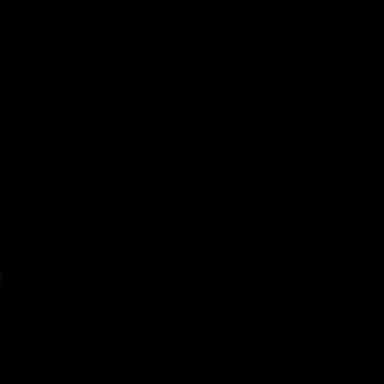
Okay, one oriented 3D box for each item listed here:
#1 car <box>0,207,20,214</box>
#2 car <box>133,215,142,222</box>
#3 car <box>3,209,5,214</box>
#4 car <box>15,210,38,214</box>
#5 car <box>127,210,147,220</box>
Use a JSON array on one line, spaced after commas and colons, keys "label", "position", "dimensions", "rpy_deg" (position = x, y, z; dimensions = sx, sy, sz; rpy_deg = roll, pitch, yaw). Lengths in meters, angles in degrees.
[{"label": "car", "position": [-44.888, 4.433, 81.628], "dimensions": [2.002, 1.452, 4.674], "rpy_deg": [0, 1, 19]}, {"label": "car", "position": [-9.445, 3.729, 49.487], "dimensions": [2.097, 1.767, 4.553], "rpy_deg": [0, -4, 21]}, {"label": "car", "position": [-33.474, 4.367, 55.851], "dimensions": [5.566, 2.045, 2.435], "rpy_deg": [0, 0, 17]}, {"label": "car", "position": [-37.841, 4.222, 75.970], "dimensions": [2.435, 2.045, 5.566], "rpy_deg": [1, 1, 19]}, {"label": "car", "position": [-10.892, 4.503, 65.686], "dimensions": [2.097, 1.767, 4.553], "rpy_deg": [0, -1, -39]}]
